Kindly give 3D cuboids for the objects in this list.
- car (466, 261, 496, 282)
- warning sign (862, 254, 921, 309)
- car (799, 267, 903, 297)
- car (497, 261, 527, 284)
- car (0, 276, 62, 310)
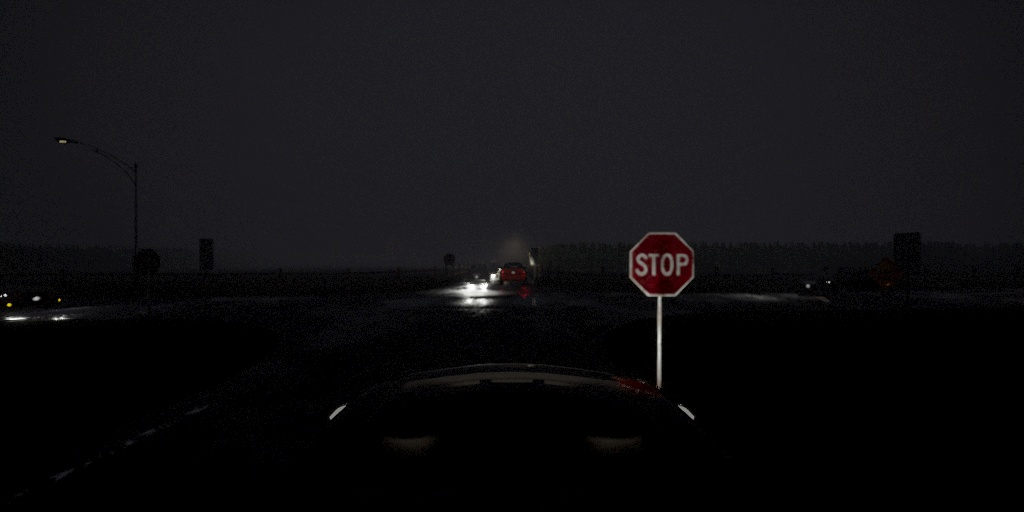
[{"bbox_3d":[-2.852,1.447,31.385,2.128,1.511,4.902,0,0,0],"label":"car"},{"bbox_3d":[14.061,0.966,13.446,1.060,1.860,1.300,0,0,-6],"label":"warning sign"},{"bbox_3d":[18.117,1.326,19.276,4.902,1.511,2.128,0,0,-7],"label":"car"},{"bbox_3d":[0.097,1.293,29.243,2.097,1.767,4.553,0,0,0],"label":"car"},{"bbox_3d":[-20.073,1.443,13.585,4.181,1.385,1.994,0,0,-2],"label":"car"}]
